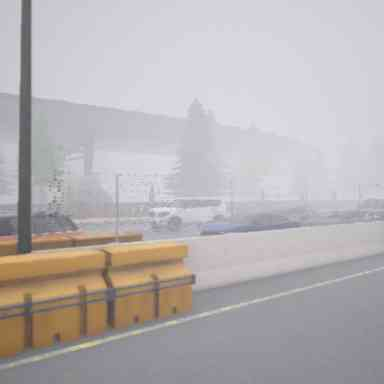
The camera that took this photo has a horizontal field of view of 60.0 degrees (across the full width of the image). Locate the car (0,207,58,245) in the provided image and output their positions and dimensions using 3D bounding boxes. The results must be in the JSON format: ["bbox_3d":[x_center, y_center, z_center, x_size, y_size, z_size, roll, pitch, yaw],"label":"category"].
[{"bbox_3d":[-8.823,1.506,14.892,4.902,1.511,2.128,1,0,-36],"label":"car"}]

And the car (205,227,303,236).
[{"bbox_3d":[2.645,1.561,14.459,5.008,1.535,1.882,1,0,-35],"label":"car"}]

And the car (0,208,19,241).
[{"bbox_3d":[-5.105,1.362,8.947,4.553,1.767,2.097,1,0,-35],"label":"car"}]

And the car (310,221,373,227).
[{"bbox_3d":[7.851,1.702,18.058,4.181,1.385,1.994,1,0,-35],"label":"car"}]
